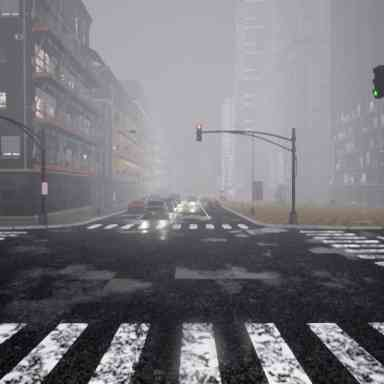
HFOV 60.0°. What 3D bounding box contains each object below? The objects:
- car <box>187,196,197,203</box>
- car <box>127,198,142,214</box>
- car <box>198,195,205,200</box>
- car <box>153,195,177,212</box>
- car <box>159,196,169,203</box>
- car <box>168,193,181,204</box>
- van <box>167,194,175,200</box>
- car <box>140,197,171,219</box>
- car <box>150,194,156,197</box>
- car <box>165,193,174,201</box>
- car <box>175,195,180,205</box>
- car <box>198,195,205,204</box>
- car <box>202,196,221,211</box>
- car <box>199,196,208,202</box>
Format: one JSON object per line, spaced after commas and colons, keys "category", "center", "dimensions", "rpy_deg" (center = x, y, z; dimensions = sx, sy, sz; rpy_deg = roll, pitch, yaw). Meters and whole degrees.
{"category": "car", "center": [0.043, 1.469, 69.792], "dimensions": [1.882, 1.535, 5.008], "rpy_deg": [0, 0, 0]}
{"category": "car", "center": [-5.730, 1.535, 35.362], "dimensions": [1.887, 1.381, 4.507], "rpy_deg": [-1, 0, 0]}
{"category": "car", "center": [2.568, 1.521, 92.087], "dimensions": [1.752, 1.417, 4.829], "rpy_deg": [-1, 0, 0]}
{"category": "car", "center": [-3.128, 1.467, 38.881], "dimensions": [1.882, 1.535, 5.008], "rpy_deg": [0, 0, 0]}
{"category": "car", "center": [-5.759, 1.573, 69.256], "dimensions": [1.802, 1.307, 4.206], "rpy_deg": [-1, 0, 0]}
{"category": "car", "center": [-3.089, 1.212, 59.321], "dimensions": [2.150, 2.045, 5.566], "rpy_deg": [0, 0, 1]}
{"category": "van", "center": [-5.781, 1.336, 91.851], "dimensions": [1.690, 1.788, 3.998], "rpy_deg": [-1, 0, 0]}
{"category": "car", "center": [-3.124, 1.496, 29.334], "dimensions": [1.837, 1.490, 4.892], "rpy_deg": [0, 0, 0]}
{"category": "car", "center": [-5.737, 1.430, 41.011], "dimensions": [1.967, 1.590, 4.097], "rpy_deg": [-1, 0, 0]}
{"category": "car", "center": [-5.777, 1.309, 86.203], "dimensions": [2.192, 1.841, 5.009], "rpy_deg": [-1, 0, 0]}
{"category": "car", "center": [-3.130, 1.515, 48.764], "dimensions": [1.812, 1.442, 4.674], "rpy_deg": [0, 0, 0]}
{"category": "car", "center": [2.593, 1.541, 63.671], "dimensions": [2.008, 1.369, 4.403], "rpy_deg": [-1, 0, 0]}
{"category": "car", "center": [2.611, 1.534, 41.076], "dimensions": [1.887, 1.381, 4.507], "rpy_deg": [-1, 0, 0]}
{"category": "car", "center": [2.583, 1.536, 74.970], "dimensions": [1.887, 1.381, 4.507], "rpy_deg": [-1, 0, 0]}
